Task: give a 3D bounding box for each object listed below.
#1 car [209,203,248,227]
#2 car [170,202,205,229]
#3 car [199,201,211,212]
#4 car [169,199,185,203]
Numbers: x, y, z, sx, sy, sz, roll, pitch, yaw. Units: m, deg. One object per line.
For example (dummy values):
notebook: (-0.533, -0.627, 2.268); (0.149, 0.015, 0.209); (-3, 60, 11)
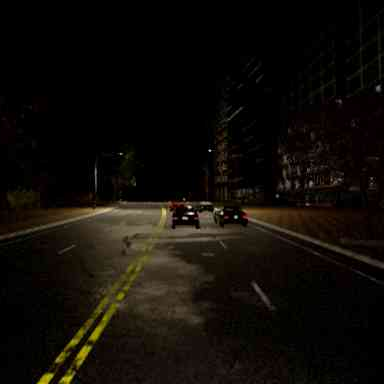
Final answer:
car: (2.716, 1.704, 24.046); (2.033, 1.411, 5.357); (0, 0, -3)
car: (-0.490, 1.694, 23.035); (2.033, 1.411, 5.357); (0, 0, -3)
car: (1.589, 1.836, 41.058); (2.033, 1.411, 5.357); (0, 0, -5)
car: (-1.692, 1.633, 41.144); (2.097, 1.767, 4.553); (0, 0, -5)
